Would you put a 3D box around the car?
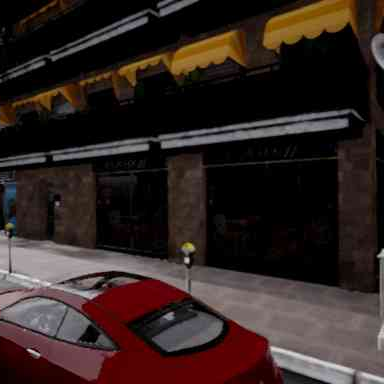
[{"bbox_3d":[-1.134,1.570,3.691,4.206,1.307,1.802,0,-1,35],"label":"car"}]
